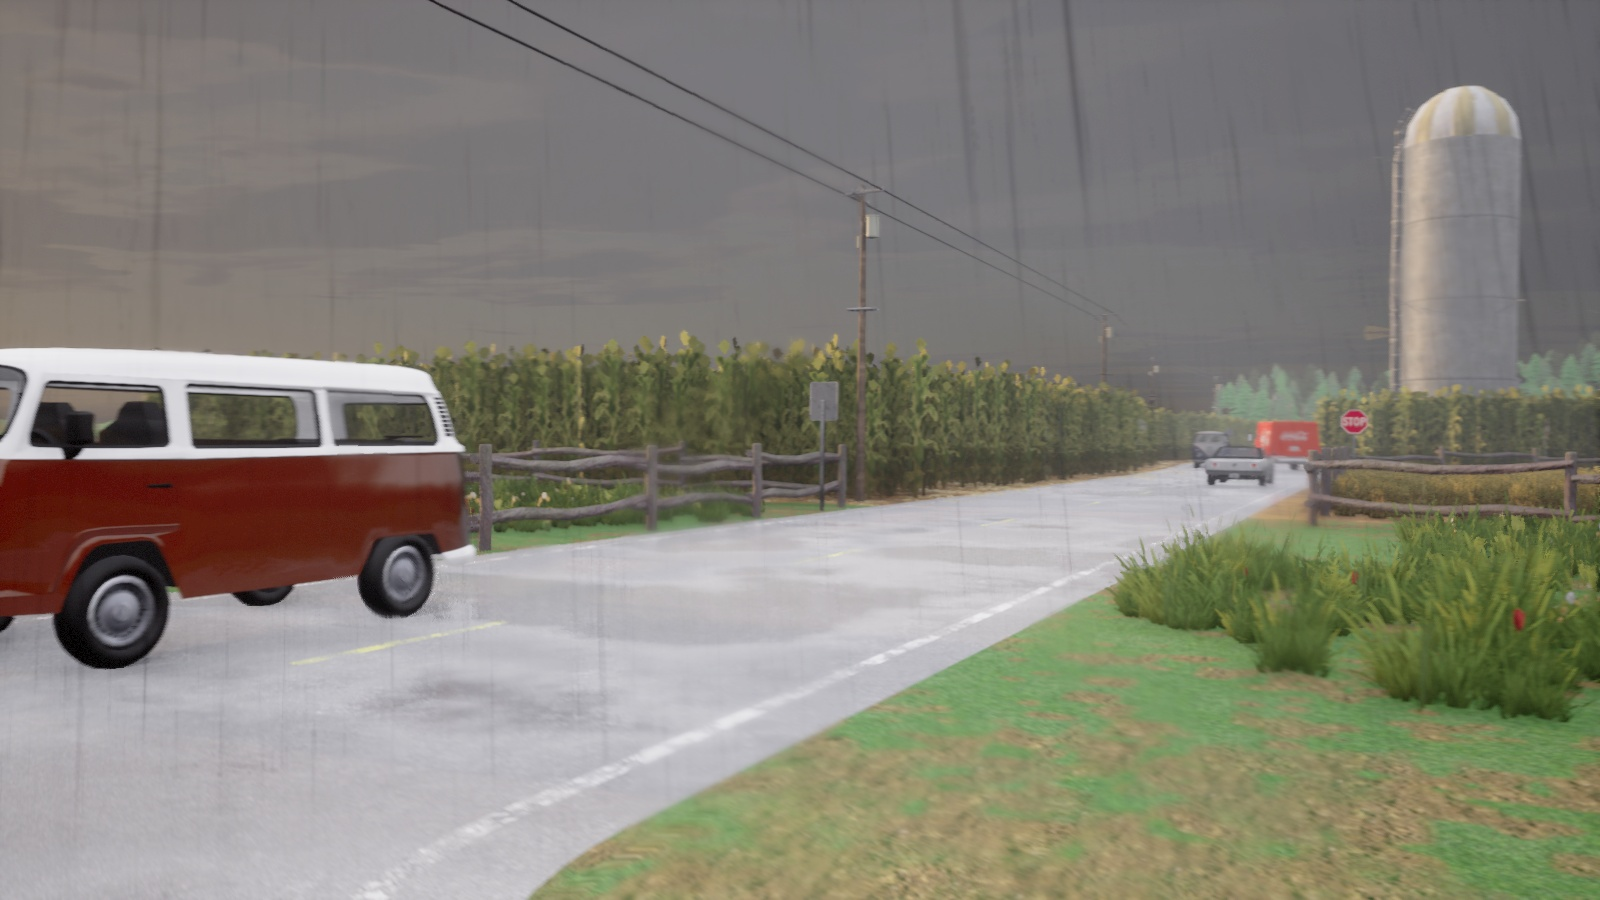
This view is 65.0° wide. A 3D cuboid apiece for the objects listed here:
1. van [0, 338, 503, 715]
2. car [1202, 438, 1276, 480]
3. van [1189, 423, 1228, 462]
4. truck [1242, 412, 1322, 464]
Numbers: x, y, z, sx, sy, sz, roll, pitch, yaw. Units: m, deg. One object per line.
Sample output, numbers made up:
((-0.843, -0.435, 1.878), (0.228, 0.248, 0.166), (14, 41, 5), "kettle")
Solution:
((-4.416, 0.390, 9.040), (2.069, 2.038, 4.480), (0, 1, 25), "van")
((14.942, 0.265, 42.613), (1.895, 1.301, 4.718), (0, 1, 25), "car")
((21.791, -0.395, 66.921), (1.775, 1.987, 4.442), (0, 1, 21), "van")
((23.746, -0.596, 62.086), (2.627, 2.467, 5.204), (-1, 1, 9), "truck")
